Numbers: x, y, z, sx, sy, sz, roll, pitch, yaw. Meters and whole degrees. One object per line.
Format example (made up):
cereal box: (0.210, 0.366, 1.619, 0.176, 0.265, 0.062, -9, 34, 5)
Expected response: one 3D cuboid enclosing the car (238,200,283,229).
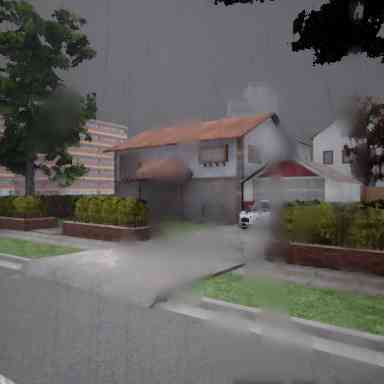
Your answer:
car: (4.004, 1.168, 17.454, 1.970, 1.475, 3.806, 0, 0, 36)
